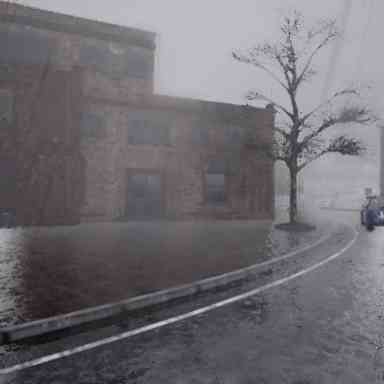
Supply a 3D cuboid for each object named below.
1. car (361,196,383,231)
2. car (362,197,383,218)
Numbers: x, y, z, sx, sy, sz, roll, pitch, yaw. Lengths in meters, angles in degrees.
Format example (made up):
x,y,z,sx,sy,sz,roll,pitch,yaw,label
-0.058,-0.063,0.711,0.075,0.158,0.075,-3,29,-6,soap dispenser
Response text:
x,y,z,sx,sy,sz,roll,pitch,yaw,label
11.811,1.253,20.500,2.150,2.045,5.566,0,0,22,car
17.859,1.405,30.987,2.097,1.767,4.553,0,0,7,car
